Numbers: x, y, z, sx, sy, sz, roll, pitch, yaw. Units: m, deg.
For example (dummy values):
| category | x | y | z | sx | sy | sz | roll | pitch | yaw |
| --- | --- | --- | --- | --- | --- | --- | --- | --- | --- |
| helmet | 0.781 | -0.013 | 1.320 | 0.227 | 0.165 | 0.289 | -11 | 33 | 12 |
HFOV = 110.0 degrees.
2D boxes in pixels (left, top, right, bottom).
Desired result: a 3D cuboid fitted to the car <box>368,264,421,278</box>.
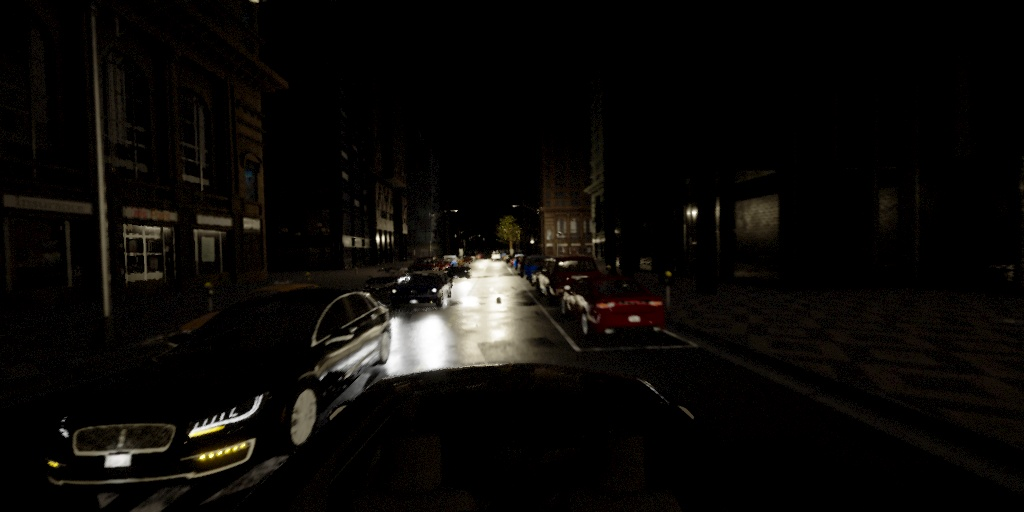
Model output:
| category | x | y | z | sx | sy | sz | roll | pitch | yaw |
| --- | --- | --- | --- | --- | --- | --- | --- | --- | --- |
| car | -6.466 | 1.292 | 19.186 | 2.007 | 1.370 | 4.403 | 0 | 0 | -3 |

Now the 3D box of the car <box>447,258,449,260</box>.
| category | x | y | z | sx | sy | sz | roll | pitch | yaw |
| --- | --- | --- | --- | --- | --- | --- | --- | --- | --- |
| car | -7.144 | 1.174 | 33.829 | 1.888 | 1.381 | 4.507 | 0 | 0 | -3 |

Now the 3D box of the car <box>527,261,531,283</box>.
| category | x | y | z | sx | sy | sz | roll | pitch | yaw |
| --- | --- | --- | --- | --- | --- | --- | --- | --- | --- |
| car | 2.044 | 1.136 | 19.970 | 1.802 | 1.307 | 4.207 | 0 | 0 | -3 |

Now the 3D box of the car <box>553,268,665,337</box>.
| category | x | y | z | sx | sy | sz | roll | pitch | yaw |
| --- | --- | --- | --- | --- | --- | --- | --- | --- | --- |
| car | 2.502 | 1.176 | 9.805 | 1.888 | 1.381 | 4.507 | 0 | 0 | -3 |

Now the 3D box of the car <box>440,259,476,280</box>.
| category | x | y | z | sx | sy | sz | roll | pitch | yaw |
| --- | --- | --- | --- | --- | --- | --- | --- | --- | --- |
| car | -4.249 | 1.211 | 28.900 | 1.895 | 1.301 | 4.718 | -1 | 1 | -2 |

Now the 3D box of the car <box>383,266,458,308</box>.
| category | x | y | z | sx | sy | sz | roll | pitch | yaw |
| --- | --- | --- | --- | --- | --- | --- | --- | --- | --- |
| car | -3.622 | 1.317 | 15.090 | 1.895 | 1.301 | 4.718 | -1 | 1 | -3 |

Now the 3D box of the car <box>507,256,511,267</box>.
| category | x | y | z | sx | sy | sz | roll | pitch | yaw |
| --- | --- | --- | --- | --- | --- | --- | --- | --- | --- |
| car | 0.643 | 0.902 | 49.950 | 1.802 | 1.307 | 4.207 | 0 | 0 | -3 |

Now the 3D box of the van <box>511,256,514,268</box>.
| category | x | y | z | sx | sy | sz | roll | pitch | yaw |
| --- | --- | --- | --- | --- | --- | --- | --- | --- | --- |
| van | 1.127 | 0.737 | 40.299 | 1.690 | 1.789 | 3.998 | 0 | 0 | -3 |

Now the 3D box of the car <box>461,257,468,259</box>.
| category | x | y | z | sx | sy | sz | roll | pitch | yaw |
| --- | --- | --- | --- | --- | --- | --- | --- | --- | --- |
| car | -8.055 | 0.913 | 53.530 | 1.967 | 1.591 | 4.097 | 0 | 0 | -3 |

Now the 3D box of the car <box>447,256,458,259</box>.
| category | x | y | z | sx | sy | sz | roll | pitch | yaw |
| --- | --- | --- | --- | --- | --- | --- | --- | --- | --- |
| car | -7.369 | 1.031 | 38.709 | 1.967 | 1.591 | 4.097 | 0 | 0 | -3 |

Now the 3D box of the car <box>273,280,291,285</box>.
| category | x | y | z | sx | sy | sz | roll | pitch | yaw |
| --- | --- | --- | --- | --- | --- | --- | --- | --- | --- |
| car | -6.007 | 1.341 | 9.254 | 1.751 | 1.417 | 4.829 | 0 | 0 | -3 |

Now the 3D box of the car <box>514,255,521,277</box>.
| category | x | y | z | sx | sy | sz | roll | pitch | yaw |
| --- | --- | --- | --- | --- | --- | --- | --- | --- | --- |
| car | 1.586 | 0.790 | 30.134 | 2.192 | 1.841 | 5.009 | 0 | 0 | -3 |

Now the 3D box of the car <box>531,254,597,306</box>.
| category | x | y | z | sx | sy | sz | roll | pitch | yaw |
| --- | --- | --- | --- | --- | --- | --- | --- | --- | --- |
| car | 2.273 | 0.907 | 14.888 | 2.192 | 1.841 | 5.009 | 0 | 0 | -3 |

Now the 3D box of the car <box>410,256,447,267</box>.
| category | x | y | z | sx | sy | sz | roll | pitch | yaw |
| --- | --- | --- | --- | --- | --- | --- | --- | --- | --- |
| car | -6.918 | 0.982 | 28.948 | 2.192 | 1.841 | 5.009 | 0 | 0 | -3 |

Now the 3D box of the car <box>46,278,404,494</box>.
| category | x | y | z | sx | sy | sz | roll | pitch | yaw |
| --- | --- | --- | --- | --- | --- | --- | --- | --- | --- |
| car | -3.151 | 1.296 | 5.163 | 1.837 | 1.490 | 4.892 | -1 | 0 | -3 |

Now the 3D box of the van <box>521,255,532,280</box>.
| category | x | y | z | sx | sy | sz | roll | pitch | yaw |
| --- | --- | --- | --- | --- | --- | --- | --- | --- | --- |
| van | 1.815 | 0.856 | 25.052 | 1.690 | 1.789 | 3.998 | 0 | 0 | -3 |
